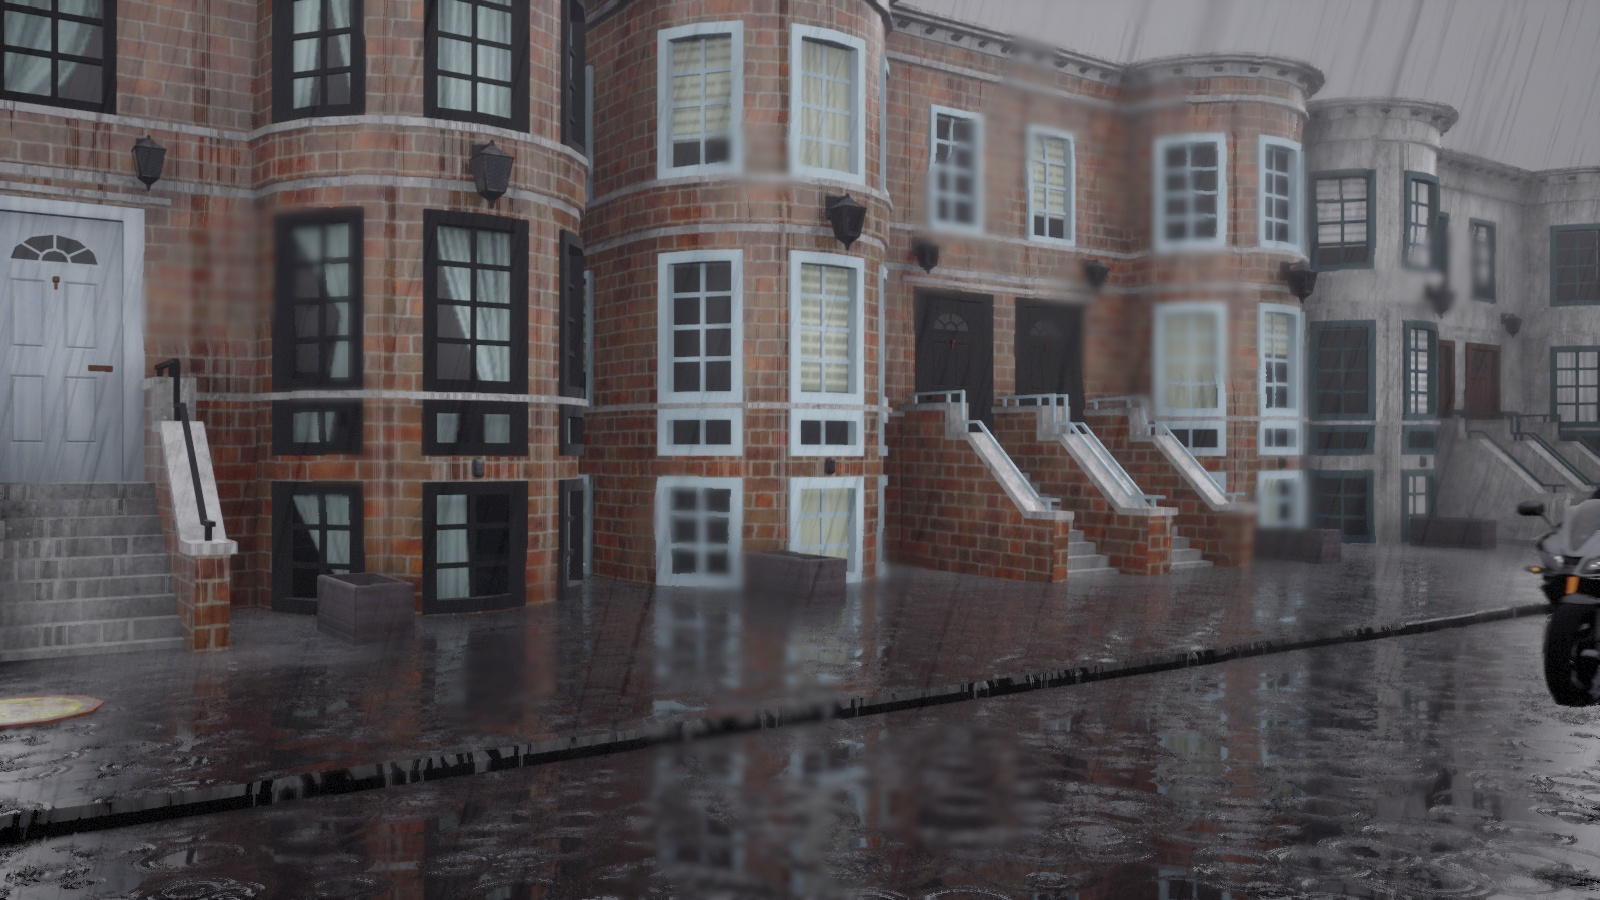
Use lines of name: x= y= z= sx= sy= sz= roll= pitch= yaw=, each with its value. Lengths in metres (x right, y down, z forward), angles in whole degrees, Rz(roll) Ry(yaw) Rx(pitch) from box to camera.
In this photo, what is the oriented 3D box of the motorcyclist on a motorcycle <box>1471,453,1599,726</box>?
motorcyclist on a motorcycle: x=5.229 y=0.785 z=7.903 sx=2.191 sy=1.530 sz=0.866 roll=0 pitch=0 yaw=-35
